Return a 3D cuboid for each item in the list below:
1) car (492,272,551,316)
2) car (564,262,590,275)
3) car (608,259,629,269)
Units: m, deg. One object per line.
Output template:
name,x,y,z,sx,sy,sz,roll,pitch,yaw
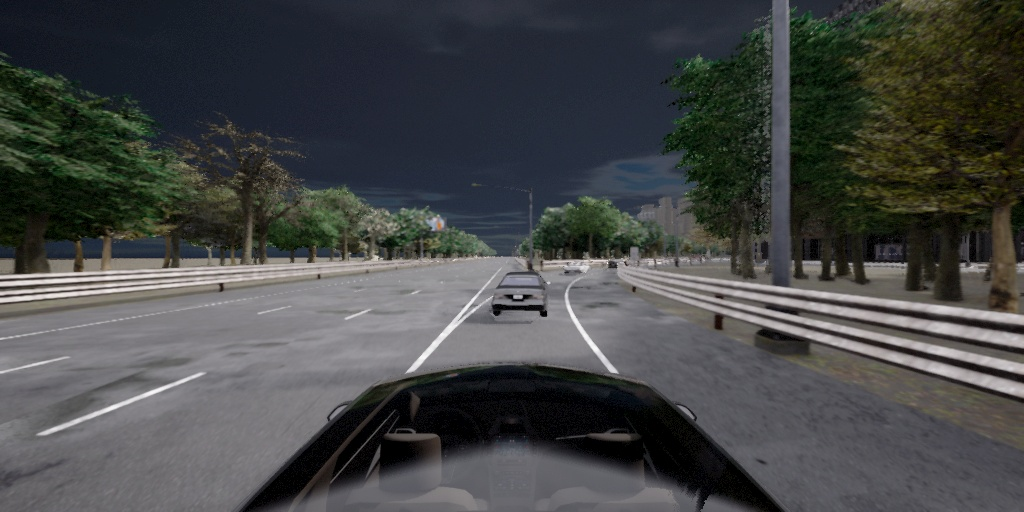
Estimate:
car,0.437,1.287,13.415,2.033,1.411,5.357,0,0,6
car,7.207,1.315,39.482,1.895,1.301,4.718,0,0,24
car,16.574,1.172,55.601,1.882,1.535,5.008,0,0,36
